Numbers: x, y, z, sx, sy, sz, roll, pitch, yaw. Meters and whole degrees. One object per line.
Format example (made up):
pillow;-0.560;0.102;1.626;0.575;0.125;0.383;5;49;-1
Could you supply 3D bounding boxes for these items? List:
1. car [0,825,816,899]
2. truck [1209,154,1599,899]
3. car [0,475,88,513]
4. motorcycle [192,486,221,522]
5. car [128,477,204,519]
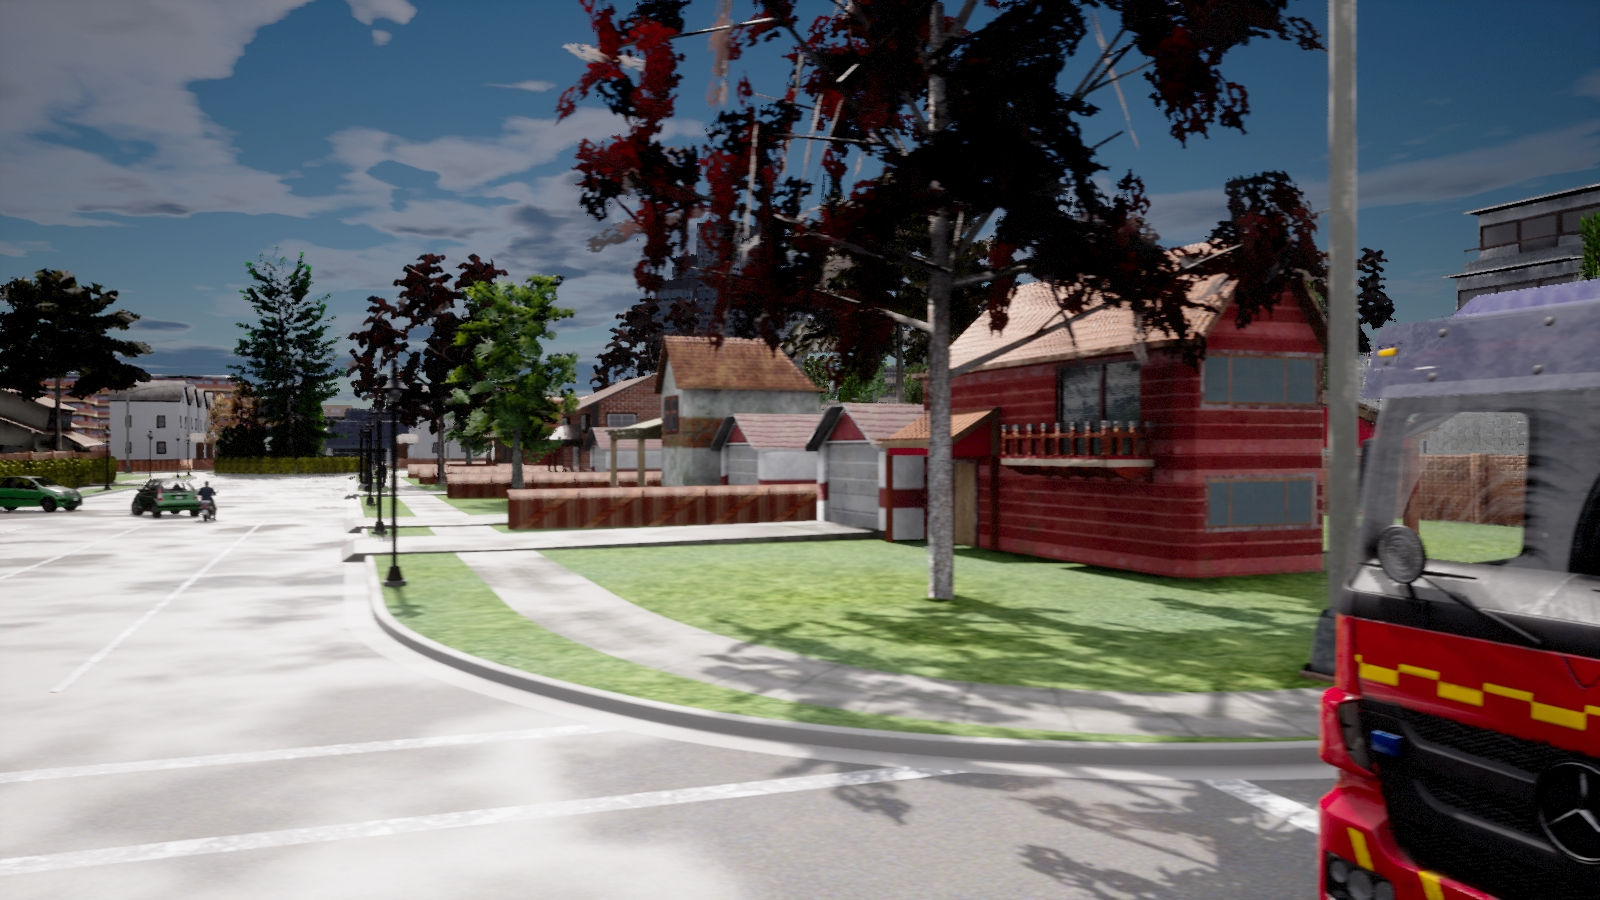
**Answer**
car;-2.546;2.103;2.818;5.357;1.411;2.033;0;0;-9
truck;6.579;0.879;5.937;8.468;3.827;2.891;0;0;-20
car;-34.968;1.985;52.012;3.988;1.617;1.851;0;0;0
motorcycle;-23.791;2.165;45.847;0.856;1.341;1.805;0;0;-22
car;-27.418;2.041;49.339;1.851;1.617;3.988;0;0;-45
